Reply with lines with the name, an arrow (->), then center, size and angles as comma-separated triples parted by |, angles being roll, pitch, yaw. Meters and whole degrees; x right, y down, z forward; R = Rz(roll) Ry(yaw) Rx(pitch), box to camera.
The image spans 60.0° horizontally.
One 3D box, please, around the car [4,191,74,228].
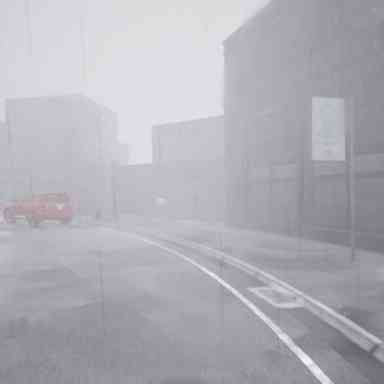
car -> -9.480, 0.984, 20.490 | 5.566, 2.045, 2.150 | 1, 0, 40
